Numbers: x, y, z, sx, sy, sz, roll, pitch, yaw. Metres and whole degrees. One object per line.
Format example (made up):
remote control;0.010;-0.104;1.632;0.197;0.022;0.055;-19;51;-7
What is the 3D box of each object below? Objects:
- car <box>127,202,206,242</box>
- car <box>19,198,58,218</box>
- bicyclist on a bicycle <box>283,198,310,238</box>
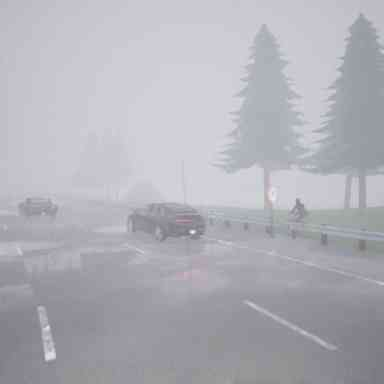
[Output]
car;-1.284;1.195;14.669;1.837;1.490;4.892;1;1;-33
car;-11.139;1.080;23.851;1.895;1.301;4.718;-1;1;-35
bicyclist on a bicycle;4.457;1.102;13.982;1.656;1.620;0.582;12;-6;-30
